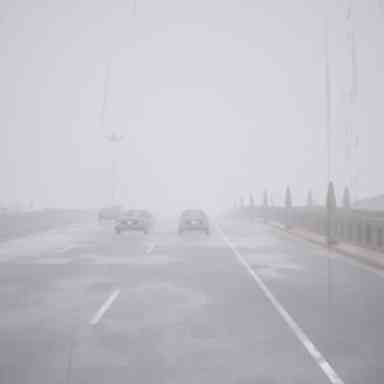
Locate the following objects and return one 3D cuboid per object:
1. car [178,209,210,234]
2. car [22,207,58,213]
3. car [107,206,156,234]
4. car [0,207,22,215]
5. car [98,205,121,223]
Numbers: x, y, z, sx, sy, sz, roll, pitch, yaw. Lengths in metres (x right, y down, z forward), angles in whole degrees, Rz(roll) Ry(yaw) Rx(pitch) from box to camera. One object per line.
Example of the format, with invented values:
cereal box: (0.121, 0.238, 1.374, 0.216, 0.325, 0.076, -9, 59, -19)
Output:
car: (0.110, 1.750, 20.473, 2.033, 1.411, 5.357, 0, -1, 0)
car: (-14.086, 2.109, 32.297, 1.895, 1.301, 4.718, 0, -3, 0)
car: (-3.389, 1.751, 20.523, 2.033, 1.411, 5.357, 0, -1, 0)
car: (-17.586, 2.070, 31.482, 1.895, 1.301, 4.718, 0, -3, 0)
car: (-6.885, 1.876, 29.336, 2.128, 1.511, 4.902, 0, -2, 0)
